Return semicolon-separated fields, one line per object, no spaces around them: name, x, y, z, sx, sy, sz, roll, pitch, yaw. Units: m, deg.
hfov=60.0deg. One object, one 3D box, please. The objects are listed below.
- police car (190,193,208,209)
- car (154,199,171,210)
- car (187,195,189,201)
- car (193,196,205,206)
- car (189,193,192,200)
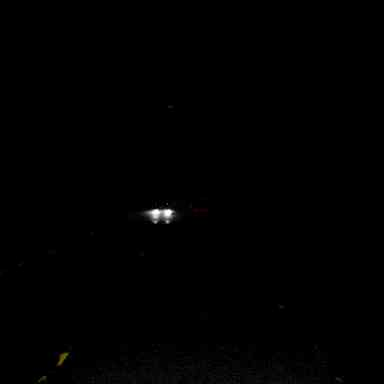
police car;1.010;1.308;42.178;1.930;1.638;5.238;0;0;0
car;-3.633;1.485;41.731;1.895;1.301;4.718;0;0;0
car;-0.072;1.280;76.258;1.882;1.535;5.008;0;0;0
car;1.001;1.386;52.070;1.812;1.442;4.674;0;0;0
car;0.995;1.198;58.040;2.097;1.767;4.553;0;0;0
